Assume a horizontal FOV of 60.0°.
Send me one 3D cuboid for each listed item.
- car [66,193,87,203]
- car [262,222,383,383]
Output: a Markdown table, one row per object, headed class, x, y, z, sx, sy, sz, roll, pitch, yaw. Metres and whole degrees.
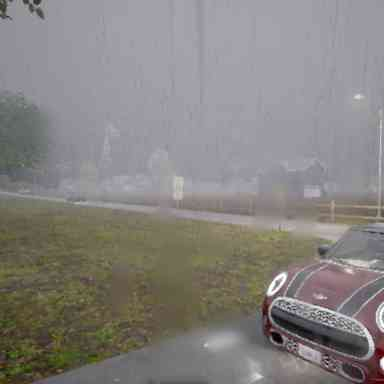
| class | x | y | z | sx | sy | sz | roll | pitch | yaw |
| --- | --- | --- | --- | --- | --- | --- | --- | --- | --- |
| car | -18.035 | 0.876 | 51.637 | 2.033 | 1.411 | 5.357 | 2 | 0 | -36 |
| car | 3.219 | 1.311 | 5.261 | 4.553 | 1.767 | 2.097 | 0 | 0 | -36 |
